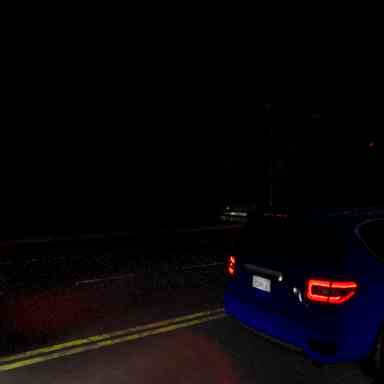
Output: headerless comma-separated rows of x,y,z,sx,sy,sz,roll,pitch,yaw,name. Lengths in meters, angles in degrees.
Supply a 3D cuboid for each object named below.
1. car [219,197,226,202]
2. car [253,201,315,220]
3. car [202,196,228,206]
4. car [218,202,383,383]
2.656,1.491,38.116,2.128,1.511,4.902,0,0,-31,car
7.942,1.547,29.232,2.033,1.411,5.357,0,0,-31,car
3.870,1.477,56.931,1.882,1.535,5.008,0,0,-31,car
3.109,1.221,5.558,5.566,2.045,2.150,0,0,-33,car
